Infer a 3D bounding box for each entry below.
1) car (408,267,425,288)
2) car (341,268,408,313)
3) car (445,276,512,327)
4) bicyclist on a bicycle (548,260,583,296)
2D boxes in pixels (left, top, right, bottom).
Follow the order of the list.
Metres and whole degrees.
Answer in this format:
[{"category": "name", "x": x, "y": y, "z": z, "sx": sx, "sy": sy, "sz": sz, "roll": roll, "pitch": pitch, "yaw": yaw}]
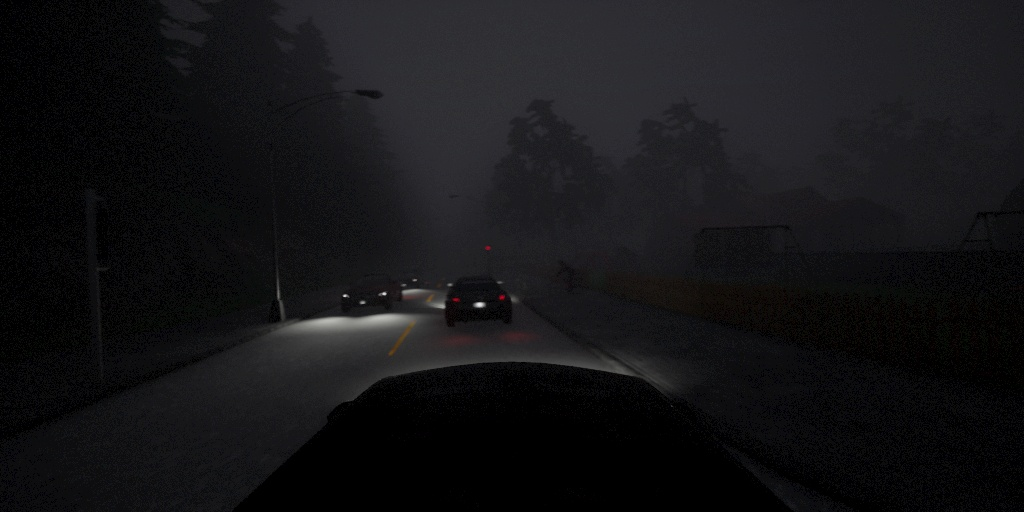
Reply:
[{"category": "car", "x": -7.507, "y": 1.545, "z": 26.299, "sx": 2.033, "sy": 1.411, "sz": 5.357, "roll": -2, "pitch": 0, "yaw": -8}, {"category": "car", "x": -5.979, "y": 1.480, "z": 15.791, "sx": 1.812, "sy": 1.442, "sz": 4.674, "roll": -2, "pitch": 0, "yaw": -9}, {"category": "car", "x": -1.191, "y": 1.344, "z": 11.985, "sx": 1.994, "sy": 1.385, "sz": 4.181, "roll": -2, "pitch": 0, "yaw": -8}, {"category": "bicyclist on a bicycle", "x": 2.416, "y": 0.987, "z": 16.307, "sx": 1.656, "sy": 1.620, "sz": 0.582, "roll": -2, "pitch": 0, "yaw": -8}]
